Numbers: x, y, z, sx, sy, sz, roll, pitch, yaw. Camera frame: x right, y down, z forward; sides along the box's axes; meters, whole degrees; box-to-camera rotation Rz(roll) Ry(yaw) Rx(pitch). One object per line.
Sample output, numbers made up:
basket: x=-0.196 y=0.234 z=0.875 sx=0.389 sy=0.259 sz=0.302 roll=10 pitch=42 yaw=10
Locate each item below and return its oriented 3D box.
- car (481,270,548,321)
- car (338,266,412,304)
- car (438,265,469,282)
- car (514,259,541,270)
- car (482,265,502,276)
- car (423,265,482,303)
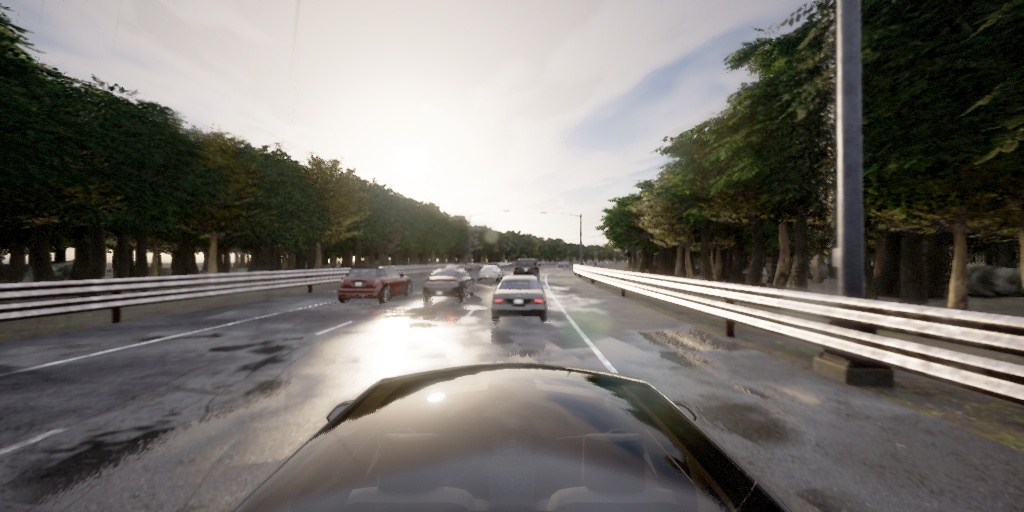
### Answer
car: x=0.297 y=1.403 z=13.018 sx=2.033 sy=1.411 sz=5.357 roll=0 pitch=-1 yaw=2
car: x=-6.510 y=1.249 z=17.595 sx=2.097 sy=1.767 sz=4.553 roll=0 pitch=0 yaw=3
car: x=-5.462 y=1.591 z=34.007 sx=1.812 sy=1.442 sz=4.674 roll=0 pitch=-1 yaw=5
car: x=1.363 y=1.263 z=31.810 sx=2.150 sy=2.045 sz=5.566 roll=0 pitch=-1 yaw=5
car: x=-1.969 y=1.590 z=33.845 sx=1.812 sy=1.442 sz=4.674 roll=0 pitch=-1 yaw=5
car: x=-2.995 y=1.391 z=17.810 sx=2.128 sy=1.511 sz=4.902 roll=0 pitch=-1 yaw=3
